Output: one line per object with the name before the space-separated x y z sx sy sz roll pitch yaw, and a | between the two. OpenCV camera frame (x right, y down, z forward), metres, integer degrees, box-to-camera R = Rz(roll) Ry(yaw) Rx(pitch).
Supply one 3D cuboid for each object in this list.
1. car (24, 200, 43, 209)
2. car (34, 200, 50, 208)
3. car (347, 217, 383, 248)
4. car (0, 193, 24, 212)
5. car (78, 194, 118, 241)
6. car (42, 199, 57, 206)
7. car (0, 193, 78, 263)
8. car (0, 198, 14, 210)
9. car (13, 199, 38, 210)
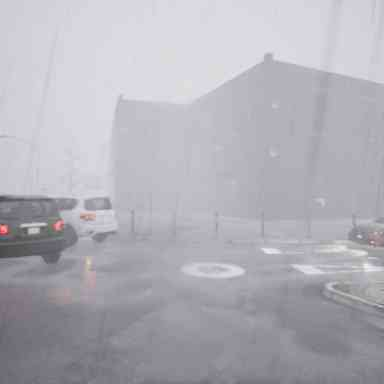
car | -24.860 1.895 52.222 1.994 1.385 4.181 1 -2 -15
car | -26.803 2.092 59.598 1.994 1.385 4.181 1 -2 -15
car | 8.783 1.639 13.937 4.181 1.385 1.994 1 0 -11
car | -20.448 1.147 37.029 2.150 2.045 5.566 1 -2 -18
car | -5.870 1.114 14.525 5.566 2.045 2.150 1 0 25
car | -28.997 2.127 67.939 2.128 1.511 4.902 1 -2 -15
car | -6.059 1.112 10.652 5.566 2.045 2.150 0 0 45
car | -26.723 1.636 46.656 1.882 1.535 5.008 1 -2 -15
car | -23.556 1.746 47.278 2.033 1.411 5.357 1 -2 -15
